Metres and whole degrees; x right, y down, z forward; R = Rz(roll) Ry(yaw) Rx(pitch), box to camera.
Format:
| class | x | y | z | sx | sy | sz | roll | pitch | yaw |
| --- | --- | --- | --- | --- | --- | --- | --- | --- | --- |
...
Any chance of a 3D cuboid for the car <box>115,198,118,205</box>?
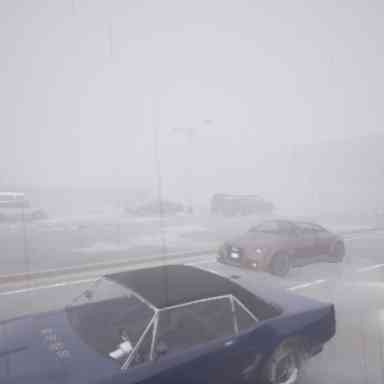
| class | x | y | z | sx | sy | sz | roll | pitch | yaw |
| --- | --- | --- | --- | --- | --- | --- | --- | --- | --- |
| car | -9.520 | 1.342 | 49.844 | 3.806 | 1.475 | 1.970 | 0 | 0 | -35 |

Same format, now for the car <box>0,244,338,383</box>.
| class | x | y | z | sx | sy | sz | roll | pitch | yaw |
| --- | --- | --- | --- | --- | --- | --- | --- | --- | --- |
| car | -0.586 | 1.597 | 3.556 | 4.718 | 1.301 | 1.895 | 0 | 0 | -35 |

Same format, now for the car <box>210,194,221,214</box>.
| class | x | y | z | sx | sy | sz | roll | pitch | yaw |
| --- | --- | --- | --- | --- | --- | --- | --- | --- | --- |
| car | 3.508 | 1.101 | 31.477 | 3.866 | 1.878 | 1.905 | 0 | 0 | -35 |

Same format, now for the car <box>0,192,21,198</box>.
| class | x | y | z | sx | sy | sz | roll | pitch | yaw |
| --- | --- | --- | --- | --- | --- | --- | --- | --- | --- |
| car | -22.147 | 1.147 | 37.337 | 4.605 | 1.855 | 1.932 | 0 | 0 | -35 |

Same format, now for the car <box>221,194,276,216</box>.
| class | x | y | z | sx | sy | sz | roll | pitch | yaw |
| --- | --- | --- | --- | --- | --- | --- | --- | --- | --- |
| car | 5.136 | 1.098 | 29.083 | 4.605 | 1.855 | 1.932 | 0 | 0 | -35 |

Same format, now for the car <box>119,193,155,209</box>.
| class | x | y | z | sx | sy | sz | roll | pitch | yaw |
| --- | --- | --- | --- | --- | --- | --- | --- | --- | --- |
| car | -7.857 | 1.102 | 47.474 | 3.866 | 1.878 | 1.905 | 0 | 0 | -35 |

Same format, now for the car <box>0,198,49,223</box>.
| class | x | y | z | sx | sy | sz | roll | pitch | yaw |
| --- | --- | --- | --- | --- | --- | --- | --- | --- | --- |
| car | -12.312 | 1.388 | 23.596 | 3.806 | 1.475 | 1.970 | 0 | 0 | -35 |

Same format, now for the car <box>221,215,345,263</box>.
| class | x | y | z | sx | sy | sz | roll | pitch | yaw |
| --- | --- | --- | --- | --- | --- | --- | --- | --- | --- |
| car | 2.810 | 1.543 | 10.212 | 4.181 | 1.385 | 1.994 | 0 | 0 | -35 |
